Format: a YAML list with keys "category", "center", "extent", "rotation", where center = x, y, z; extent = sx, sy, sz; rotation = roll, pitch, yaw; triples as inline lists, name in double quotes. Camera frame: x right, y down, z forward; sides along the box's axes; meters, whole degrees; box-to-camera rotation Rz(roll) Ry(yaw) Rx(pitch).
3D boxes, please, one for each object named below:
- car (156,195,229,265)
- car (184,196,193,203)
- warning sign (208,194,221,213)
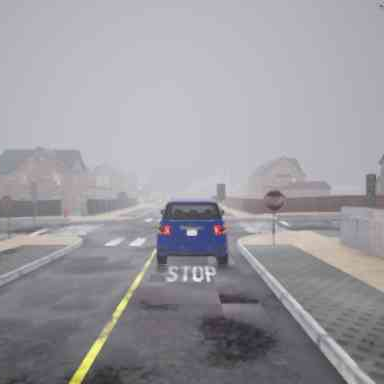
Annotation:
- category: "car"
  center: [0.022, 1.225, 11.771]
  extent: [2.150, 2.045, 5.566]
  rotation: [0, 0, 0]
- category: "car"
  center: [-0.760, 1.711, 75.055]
  extent: [1.837, 1.490, 4.892]
  rotation: [0, -1, -2]
- category: "warning sign"
  center: [2.390, 1.196, 35.439]
  extent: [1.300, 1.860, 1.060]
  rotation: [2, 2, -1]
